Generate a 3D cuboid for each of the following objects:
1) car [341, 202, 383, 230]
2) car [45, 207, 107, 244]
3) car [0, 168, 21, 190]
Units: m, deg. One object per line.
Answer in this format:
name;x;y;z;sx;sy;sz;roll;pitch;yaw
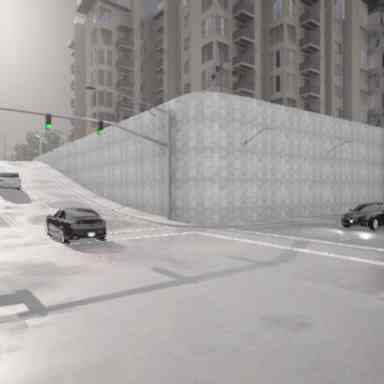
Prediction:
car;11.137;1.435;20.531;4.892;1.490;1.837;0;0;-36
car;-5.624;1.496;15.881;1.837;1.490;4.892;0;1;-36
car;-19.803;-1.504;35.608;2.150;2.045;5.566;0;12;-36
